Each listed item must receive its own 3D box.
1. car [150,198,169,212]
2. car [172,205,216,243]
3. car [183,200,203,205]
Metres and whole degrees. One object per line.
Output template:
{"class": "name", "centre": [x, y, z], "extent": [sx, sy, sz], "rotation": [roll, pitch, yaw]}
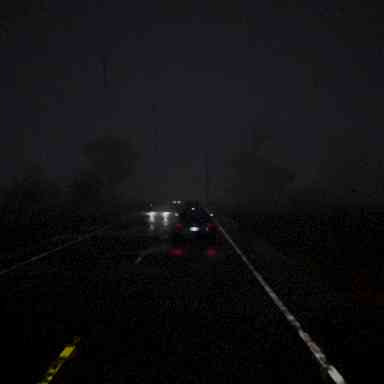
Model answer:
{"class": "car", "centre": [-3.598, 1.416, 37.360], "extent": [1.812, 1.442, 4.674], "rotation": [0, 0, 0]}
{"class": "car", "centre": [0.093, 1.526, 16.019], "extent": [1.994, 1.385, 4.181], "rotation": [0, 0, 0]}
{"class": "car", "centre": [0.092, 1.476, 31.506], "extent": [1.994, 1.385, 4.181], "rotation": [0, 0, 0]}
